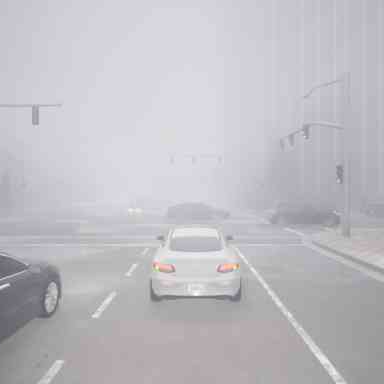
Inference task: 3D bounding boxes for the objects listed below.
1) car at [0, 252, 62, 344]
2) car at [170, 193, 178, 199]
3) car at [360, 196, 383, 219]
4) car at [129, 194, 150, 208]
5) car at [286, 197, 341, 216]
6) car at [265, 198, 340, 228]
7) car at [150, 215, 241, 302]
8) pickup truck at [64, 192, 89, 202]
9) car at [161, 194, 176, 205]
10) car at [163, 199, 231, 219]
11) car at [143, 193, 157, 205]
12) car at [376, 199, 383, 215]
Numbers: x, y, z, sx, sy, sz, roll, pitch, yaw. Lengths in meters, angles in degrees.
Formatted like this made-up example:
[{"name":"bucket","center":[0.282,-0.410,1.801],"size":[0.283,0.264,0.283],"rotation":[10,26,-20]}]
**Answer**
[{"name":"car","center":[-3.436,1.505,4.516],"size":[1.837,1.490,4.892],"rotation":[0,0,0]},{"name":"car","center":[-4.752,1.225,85.440],"size":[2.150,2.045,5.566],"rotation":[0,0,-1]},{"name":"car","center":[17.709,1.221,29.005],"size":[5.566,2.045,2.150],"rotation":[0,0,0]},{"name":"car","center":[-7.823,1.491,47.927],"size":[2.128,1.511,4.902],"rotation":[0,0,-1]},{"name":"car","center":[11.770,1.352,32.461],"size":[4.553,1.767,2.097],"rotation":[0,0,0]},{"name":"car","center":[7.188,1.352,21.726],"size":[4.553,1.767,2.097],"rotation":[0,0,0]},{"name":"car","center":[0.077,1.526,8.166],"size":[1.812,1.442,4.674],"rotation":[0,0,0]},{"name":"pickup truck","center":[-24.662,1.059,70.217],"size":[2.390,2.098,6.274],"rotation":[0,0,30]},{"name":"car","center":[-4.255,1.525,57.268],"size":[1.812,1.442,4.674],"rotation":[0,0,-1]},{"name":"car","center":[0.472,1.505,25.176],"size":[4.892,1.490,1.837],"rotation":[0,0,0]},{"name":"car","center":[-7.946,1.221,57.819],"size":[2.150,2.045,5.566],"rotation":[0,0,-1]},{"name":"car","center":[20.995,1.478,32.527],"size":[5.008,1.535,1.882],"rotation":[0,0,0]}]
